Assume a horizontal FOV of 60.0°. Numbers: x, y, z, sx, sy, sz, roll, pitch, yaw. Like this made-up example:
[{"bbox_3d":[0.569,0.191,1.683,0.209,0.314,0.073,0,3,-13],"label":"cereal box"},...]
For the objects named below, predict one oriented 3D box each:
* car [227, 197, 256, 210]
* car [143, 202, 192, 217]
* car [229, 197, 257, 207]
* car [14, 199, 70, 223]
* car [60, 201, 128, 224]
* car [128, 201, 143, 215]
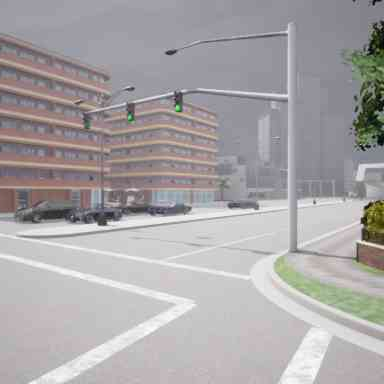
[{"bbox_3d":[6.506,1.600,43.791,1.895,1.301,4.718,0,0,36],"label":"car"},{"bbox_3d":[-2.091,1.600,32.005,1.895,1.301,4.718,0,0,36],"label":"car"},{"bbox_3d":[8.055,1.547,51.797,2.033,1.411,5.357,0,0,37],"label":"car"},{"bbox_3d":[-11.107,1.351,25.582,2.097,1.767,4.553,0,0,36],"label":"car"},{"bbox_3d":[-7.249,1.564,24.926,1.994,1.385,4.181,0,0,36],"label":"car"},{"bbox_3d":[-5.838,1.600,32.813,1.895,1.301,4.718,0,0,36],"label":"car"}]
